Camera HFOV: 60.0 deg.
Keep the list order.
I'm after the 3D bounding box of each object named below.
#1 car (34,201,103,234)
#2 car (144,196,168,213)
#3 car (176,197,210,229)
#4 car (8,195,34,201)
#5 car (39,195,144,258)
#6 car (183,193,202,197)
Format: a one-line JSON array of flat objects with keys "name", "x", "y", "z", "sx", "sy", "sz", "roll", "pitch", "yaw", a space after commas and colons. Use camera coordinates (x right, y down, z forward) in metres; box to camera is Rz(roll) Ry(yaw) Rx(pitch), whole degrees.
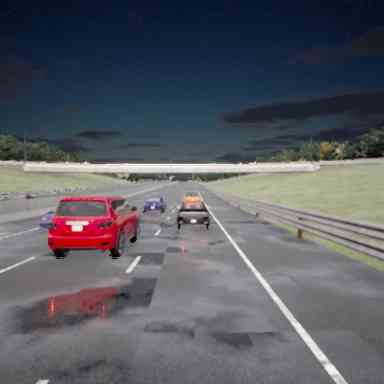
[{"name": "car", "x": -6.913, "y": 1.366, "z": 19.353, "sx": 2.033, "sy": 1.411, "sz": 5.357, "roll": 0, "pitch": 1, "yaw": 0}, {"name": "car", "x": -3.422, "y": 1.141, "z": 31.285, "sx": 1.812, "sy": 1.442, "sz": 4.674, "roll": 0, "pitch": 1, "yaw": 0}, {"name": "car", "x": 0.085, "y": 1.297, "z": 20.129, "sx": 2.128, "sy": 1.511, "sz": 4.902, "roll": 0, "pitch": 1, "yaw": 0}, {"name": "car", "x": -17.588, "y": 1.094, "z": 34.154, "sx": 1.812, "sy": 1.442, "sz": 4.674, "roll": 0, "pitch": 1, "yaw": 0}, {"name": "car", "x": -3.409, "y": 1.133, "z": 12.552, "sx": 2.150, "sy": 2.045, "sz": 5.566, "roll": 0, "pitch": 1, "yaw": 0}, {"name": "car", "x": 0.073, "y": 0.835, "z": 38.598, "sx": 2.097, "sy": 1.767, "sz": 4.553, "roll": 0, "pitch": 1, "yaw": 0}]
